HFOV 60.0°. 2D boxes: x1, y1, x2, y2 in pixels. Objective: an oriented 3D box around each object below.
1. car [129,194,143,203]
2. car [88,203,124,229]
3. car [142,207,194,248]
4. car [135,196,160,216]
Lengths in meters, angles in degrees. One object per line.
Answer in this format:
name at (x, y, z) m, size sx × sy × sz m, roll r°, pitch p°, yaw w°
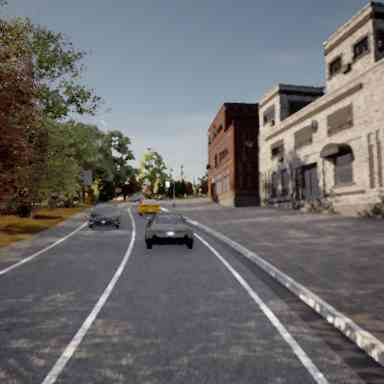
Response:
car at (-10.468, 1.156, 63.415) m, size 2.097 × 1.767 × 4.553 m, roll -1°, pitch 0°, yaw 6°
car at (-5.558, 1.483, 21.645) m, size 1.837 × 1.490 × 4.892 m, roll 1°, pitch 0°, yaw -10°
car at (-1.089, 1.590, 14.952) m, size 1.994 × 1.385 × 4.181 m, roll 0°, pitch 0°, yaw -7°
car at (-4.238, 1.460, 32.551) m, size 1.882 × 1.535 × 5.008 m, roll 1°, pitch 0°, yaw -12°
